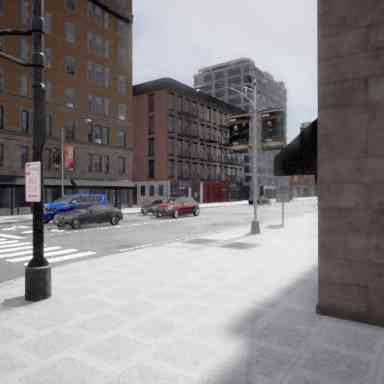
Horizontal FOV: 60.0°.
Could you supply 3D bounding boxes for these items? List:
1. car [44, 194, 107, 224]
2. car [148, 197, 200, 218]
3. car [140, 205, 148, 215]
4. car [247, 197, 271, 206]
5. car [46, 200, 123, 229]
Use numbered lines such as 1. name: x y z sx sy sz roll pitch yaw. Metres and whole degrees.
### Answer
1. car: -8.507 1.166 24.091 2.150 2.045 5.566 0 0 35
2. car: -1.290 1.256 28.678 2.097 1.767 4.553 0 0 35
3. car: -2.899 1.429 32.041 1.812 1.442 4.674 0 0 35
4. car: 10.216 1.407 50.498 1.895 1.301 4.718 0 0 36
5. car: -6.507 1.468 21.285 1.812 1.442 4.674 0 0 37
